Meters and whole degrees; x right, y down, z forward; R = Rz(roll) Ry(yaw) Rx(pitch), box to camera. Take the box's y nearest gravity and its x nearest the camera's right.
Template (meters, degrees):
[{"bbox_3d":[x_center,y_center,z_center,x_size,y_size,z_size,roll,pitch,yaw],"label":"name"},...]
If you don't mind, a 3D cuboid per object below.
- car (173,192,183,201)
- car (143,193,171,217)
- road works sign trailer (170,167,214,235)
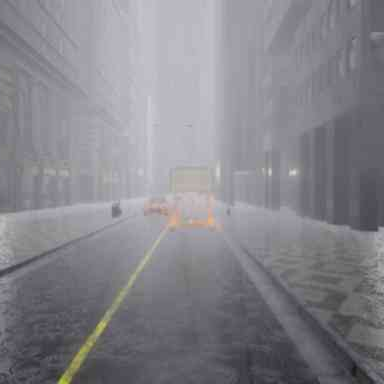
[{"bbox_3d":[-3.025,1.179,71.697,1.812,1.442,4.674,0,0,0],"label":"car"},{"bbox_3d":[-3.105,1.254,30.115,2.097,1.767,4.553,0,0,0],"label":"car"},{"bbox_3d":[0.010,0.397,18.475,2.380,3.560,2.880,0,0,0],"label":"road works sign trailer"}]
